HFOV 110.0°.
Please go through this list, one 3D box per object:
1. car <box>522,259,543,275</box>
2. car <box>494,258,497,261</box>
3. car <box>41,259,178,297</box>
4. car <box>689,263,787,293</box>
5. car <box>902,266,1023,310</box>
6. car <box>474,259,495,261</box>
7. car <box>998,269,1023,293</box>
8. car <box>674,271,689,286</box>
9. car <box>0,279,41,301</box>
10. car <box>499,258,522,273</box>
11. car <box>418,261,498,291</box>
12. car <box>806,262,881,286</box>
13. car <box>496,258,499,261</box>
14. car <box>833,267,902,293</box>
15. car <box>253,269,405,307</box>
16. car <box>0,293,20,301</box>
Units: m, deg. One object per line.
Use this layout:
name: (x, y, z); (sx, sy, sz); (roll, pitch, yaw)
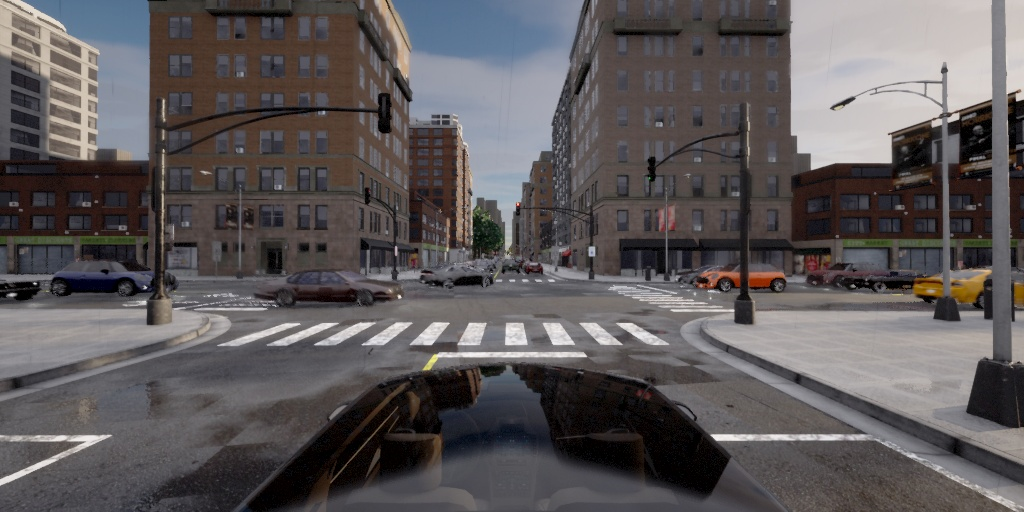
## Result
car: (2.461, 1.324, 39.940); (1.888, 1.381, 4.507); (0, 0, -1)
car: (-3.376, 1.340, 47.395); (2.033, 1.411, 5.357); (0, 0, -1)
car: (-19.160, 1.011, 17.457); (4.553, 1.767, 2.097); (0, 0, 0)
car: (13.391, 1.181, 21.163); (4.553, 1.767, 2.097); (0, 0, 0)
car: (19.397, 1.280, 14.509); (5.008, 1.535, 1.882); (0, 0, 0)
car: (-3.268, 1.267, 37.591); (2.128, 1.511, 4.902); (0, 0, 0)
car: (32.316, 1.478, 21.303); (4.181, 1.385, 1.994); (0, 0, -1)
car: (13.691, 1.348, 24.431); (4.902, 1.511, 2.128); (0, 0, 0)
car: (-21.970, 1.223, 14.184); (4.718, 1.301, 1.895); (0, 0, 0)
car: (-0.170, 1.139, 44.993); (2.097, 1.767, 4.553); (0, 0, -1)
car: (-3.304, 1.240, 21.872); (2.128, 1.511, 4.902); (0, 0, 44)
car: (22.885, 1.250, 24.486); (4.553, 1.767, 2.097); (0, 0, -1)
car: (-3.487, 1.321, 57.776); (1.837, 1.490, 4.892); (0, 0, 0)
car: (22.377, 1.470, 21.232); (4.718, 1.301, 1.895); (0, 0, -1)
car: (-7.161, 1.234, 14.299); (5.357, 1.411, 2.033); (0, 0, 0)
car: (-5.855, 1.189, 1.486); (1.967, 1.591, 4.097); (0, 0, 0)
